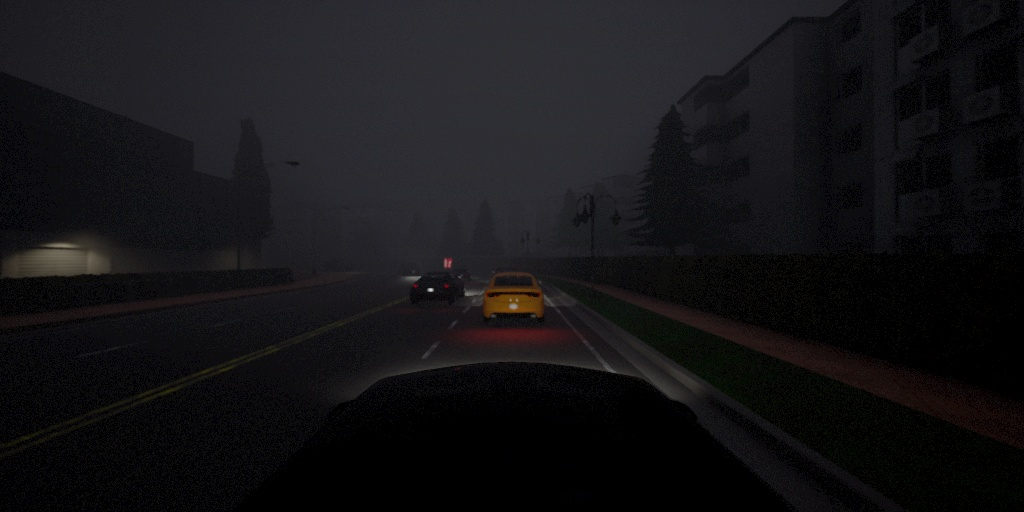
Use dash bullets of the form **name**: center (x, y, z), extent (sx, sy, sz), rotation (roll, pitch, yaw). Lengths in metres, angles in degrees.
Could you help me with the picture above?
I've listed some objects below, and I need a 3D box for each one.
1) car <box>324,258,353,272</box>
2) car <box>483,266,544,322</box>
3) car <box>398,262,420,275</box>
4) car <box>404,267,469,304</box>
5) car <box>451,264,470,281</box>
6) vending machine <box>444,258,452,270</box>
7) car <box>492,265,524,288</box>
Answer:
- **car**: center (-25.880, 1.316, 53.450), extent (5.566, 2.045, 2.150), rotation (-1, -1, 39)
- **car**: center (0.057, 1.300, 12.725), extent (1.882, 1.535, 5.008), rotation (0, 0, 0)
- **car**: center (-11.914, 1.504, 41.516), extent (2.128, 1.511, 4.902), rotation (0, 0, -28)
- **car**: center (-3.444, 1.416, 17.136), extent (1.994, 1.385, 4.181), rotation (0, 0, 0)
- **car**: center (-4.871, 1.481, 32.759), extent (1.812, 1.442, 4.674), rotation (0, 0, -12)
- **vending machine**: center (-10.466, 1.322, 58.830), extent (1.100, 2.100, 0.880), rotation (0, 0, -43)
- **car**: center (-0.437, 1.465, 26.976), extent (2.033, 1.411, 5.357), rotation (0, 0, -5)
